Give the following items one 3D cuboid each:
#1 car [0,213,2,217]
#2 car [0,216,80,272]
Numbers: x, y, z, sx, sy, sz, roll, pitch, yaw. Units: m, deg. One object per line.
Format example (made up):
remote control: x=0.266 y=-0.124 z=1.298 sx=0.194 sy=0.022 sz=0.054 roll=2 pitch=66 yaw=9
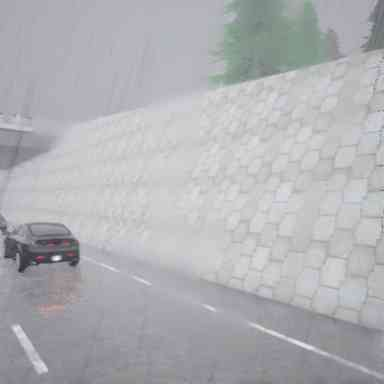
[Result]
car: x=-14.623 y=2.157 z=24.033 sx=2.033 sy=1.411 sz=5.357 roll=2 pitch=-2 yaw=-37
car: x=-5.608 y=1.832 z=12.177 sx=1.837 sy=1.490 sz=4.892 roll=2 pitch=-2 yaw=-37
